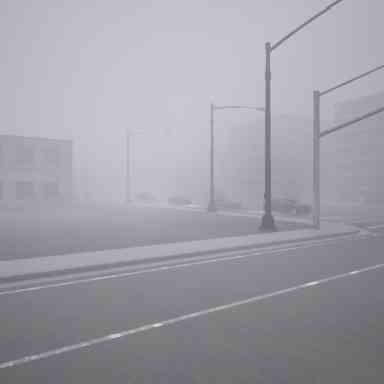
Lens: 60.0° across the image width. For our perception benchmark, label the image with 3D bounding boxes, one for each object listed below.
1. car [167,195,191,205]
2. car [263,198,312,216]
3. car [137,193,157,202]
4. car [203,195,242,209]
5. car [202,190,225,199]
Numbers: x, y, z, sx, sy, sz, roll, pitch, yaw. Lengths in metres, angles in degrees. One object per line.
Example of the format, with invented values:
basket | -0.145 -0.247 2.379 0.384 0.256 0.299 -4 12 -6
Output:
car | -1.885 1.120 47.934 1.994 1.385 4.181 0 1 -34
car | 9.066 1.345 31.972 1.882 1.535 5.008 0 1 -35
car | -7.640 0.866 56.399 2.128 1.511 4.902 0 1 -34
car | 3.769 1.332 39.667 1.895 1.301 4.718 0 1 -34
car | 4.124 0.599 64.266 2.150 2.045 5.566 0 1 -34
